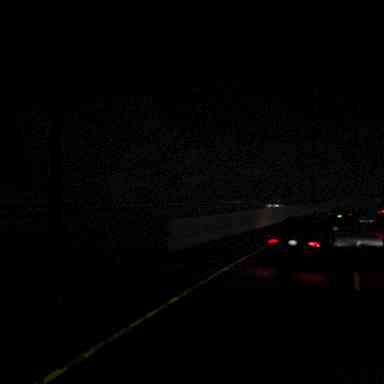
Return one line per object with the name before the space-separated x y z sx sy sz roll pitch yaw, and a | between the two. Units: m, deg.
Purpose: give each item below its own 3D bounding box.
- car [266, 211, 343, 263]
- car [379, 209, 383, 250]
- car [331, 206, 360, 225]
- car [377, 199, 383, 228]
car | 4.258 1.629 12.466 2.033 1.411 5.357 0 0 27
car | 7.852 1.616 11.751 1.837 1.490 4.892 0 0 28
car | 11.869 1.761 26.021 1.994 1.385 4.181 0 0 32
car | 14.383 1.433 23.471 2.150 2.045 5.566 0 0 32
